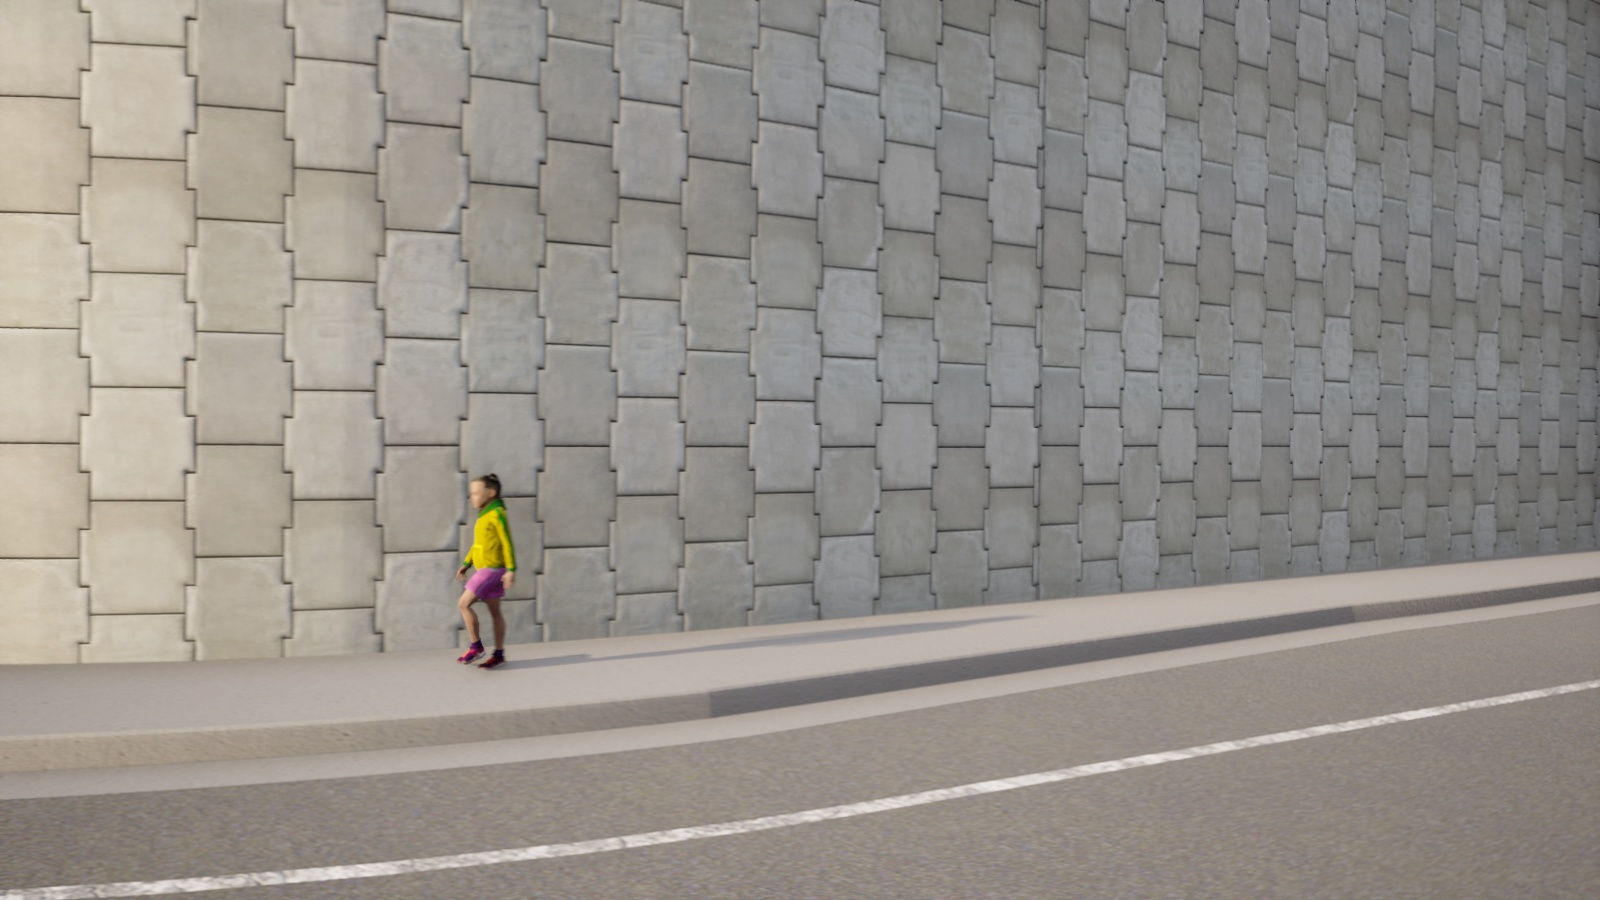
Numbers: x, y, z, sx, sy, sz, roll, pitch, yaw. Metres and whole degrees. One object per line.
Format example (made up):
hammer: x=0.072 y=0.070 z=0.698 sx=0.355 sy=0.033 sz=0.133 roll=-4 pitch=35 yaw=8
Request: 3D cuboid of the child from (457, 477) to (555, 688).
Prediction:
child: x=-1.704 y=0.747 z=7.278 sx=0.473 sy=1.160 sz=0.299 roll=-1 pitch=1 yaw=-29
